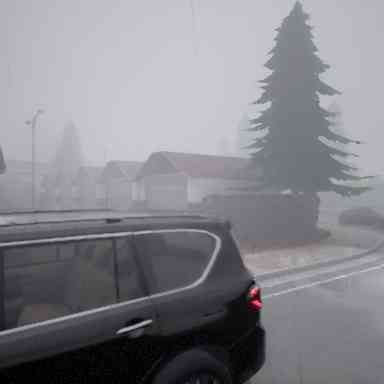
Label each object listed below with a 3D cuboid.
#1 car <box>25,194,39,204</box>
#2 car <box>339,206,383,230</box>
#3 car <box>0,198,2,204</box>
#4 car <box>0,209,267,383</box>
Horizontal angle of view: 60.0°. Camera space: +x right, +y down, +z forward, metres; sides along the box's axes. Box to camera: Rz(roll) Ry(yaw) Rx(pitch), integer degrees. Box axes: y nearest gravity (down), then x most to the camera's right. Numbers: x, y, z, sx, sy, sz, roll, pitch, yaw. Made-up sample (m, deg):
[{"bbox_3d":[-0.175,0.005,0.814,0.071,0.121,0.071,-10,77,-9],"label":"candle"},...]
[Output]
[{"bbox_3d":[-30.276,1.328,62.695,1.905,1.878,3.866,0,0,-36],"label":"car"},{"bbox_3d":[11.419,1.571,21.078,1.994,1.385,4.181,0,0,-21],"label":"car"},{"bbox_3d":[-37.406,1.495,62.894,2.242,1.667,4.611,0,0,-36],"label":"car"},{"bbox_3d":[-1.842,1.221,2.681,5.566,2.045,2.150,0,0,-35],"label":"car"}]
